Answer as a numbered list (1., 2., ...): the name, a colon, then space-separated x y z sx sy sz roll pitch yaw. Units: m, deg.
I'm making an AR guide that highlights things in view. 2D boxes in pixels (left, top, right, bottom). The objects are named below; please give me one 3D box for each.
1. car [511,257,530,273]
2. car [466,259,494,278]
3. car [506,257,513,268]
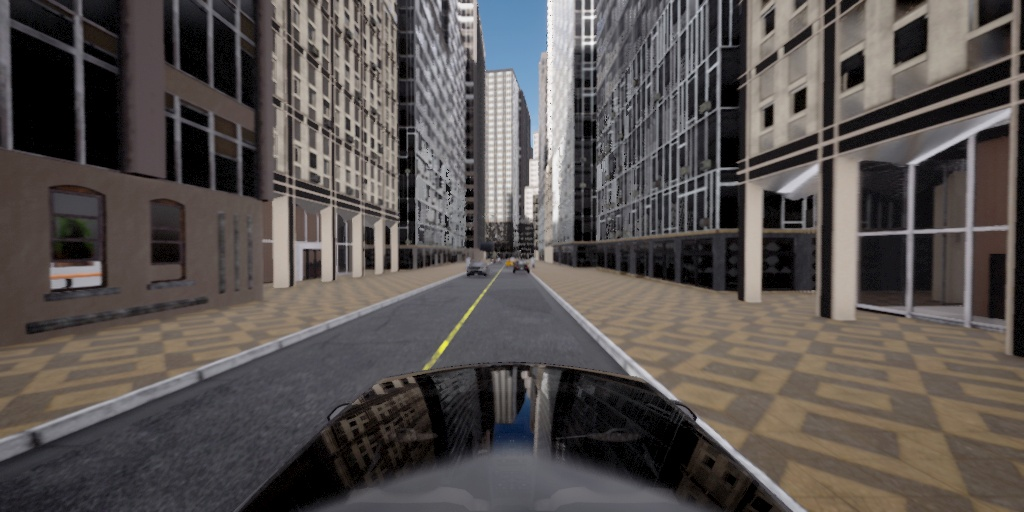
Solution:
1. car: 1.062 1.178 41.034 1.812 1.442 4.674 0 0 0
2. car: -3.088 1.215 33.551 2.033 1.411 5.357 0 0 0
3. car: 0.016 1.098 59.163 1.882 1.535 5.008 0 0 0
